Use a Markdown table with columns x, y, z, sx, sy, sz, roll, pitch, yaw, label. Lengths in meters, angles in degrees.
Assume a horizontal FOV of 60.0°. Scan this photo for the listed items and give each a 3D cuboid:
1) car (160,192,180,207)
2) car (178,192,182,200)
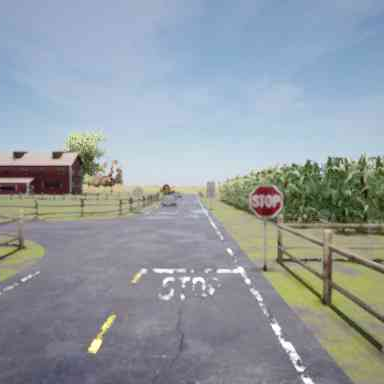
| x | y | z | sx | sy | sz | roll | pitch | yaw | label |
| --- | --- | --- | --- | --- | --- | --- | --- | --- | --- |
| -2.823 | 1.143 | 41.130 | 1.812 | 1.442 | 4.674 | 0 | 2 | 0 | car |
| -2.877 | 0.687 | 66.592 | 1.837 | 1.490 | 4.892 | 0 | 1 | 0 | car |
